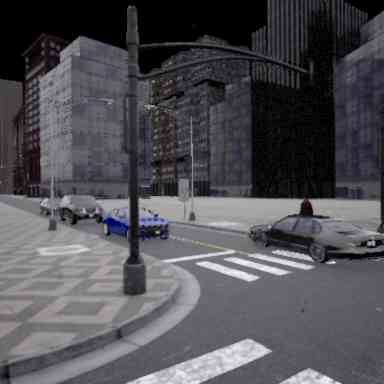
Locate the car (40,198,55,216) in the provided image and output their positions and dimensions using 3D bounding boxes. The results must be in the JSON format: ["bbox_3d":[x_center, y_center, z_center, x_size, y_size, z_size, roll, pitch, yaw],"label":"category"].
[{"bbox_3d":[-13.760,1.378,33.232,2.097,1.767,4.553,-1,0,-33],"label":"car"}]

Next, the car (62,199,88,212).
[{"bbox_3d":[-13.775,1.560,39.082,1.994,1.385,4.181,-1,0,-33],"label":"car"}]

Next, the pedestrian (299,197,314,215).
[{"bbox_3d":[5.283,1.081,15.442,0.375,1.860,0.375,-1,0,-33],"label":"pedestrian"}]

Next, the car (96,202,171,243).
[{"bbox_3d":[-2.892,1.487,16.549,1.882,1.535,5.008,-1,0,-34],"label":"car"}]

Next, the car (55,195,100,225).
[{"bbox_3d":[-8.326,1.240,24.878,2.150,2.045,5.566,-1,0,-33],"label":"car"}]

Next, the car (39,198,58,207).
[{"bbox_3d":[-22.959,1.598,53.150,1.895,1.301,4.718,-1,0,-33],"label":"car"}]

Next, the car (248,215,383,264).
[{"bbox_3d":[4.193,1.525,12.001,2.033,1.411,5.357,0,1,-24],"label":"car"}]
